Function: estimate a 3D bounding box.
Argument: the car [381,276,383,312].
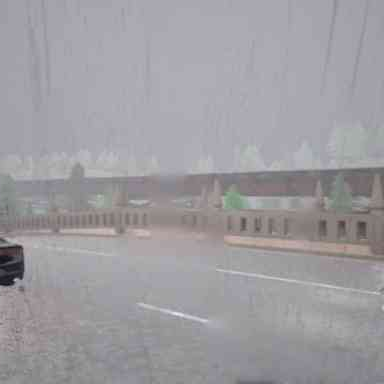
[{"bbox_3d":[5.258,1.511,4.542,4.674,1.442,1.812,0,0,35],"label":"car"}]

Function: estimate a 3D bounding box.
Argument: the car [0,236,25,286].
[{"bbox_3d":[-6.236,1.596,8.440,5.008,1.535,1.882,-2,-1,35],"label":"car"}]
